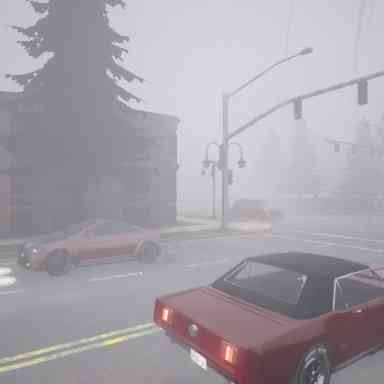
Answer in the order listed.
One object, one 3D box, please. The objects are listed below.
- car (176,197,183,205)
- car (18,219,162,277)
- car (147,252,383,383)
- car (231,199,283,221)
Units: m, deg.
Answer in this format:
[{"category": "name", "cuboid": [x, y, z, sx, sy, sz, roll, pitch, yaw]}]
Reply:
[{"category": "car", "cuboid": [-3.374, 1.526, 60.065, 1.812, 1.442, 4.674, 0, 0, -33]}, {"category": "car", "cuboid": [-3.029, 1.564, 10.331, 4.181, 1.385, 1.994, 0, 0, -34]}, {"category": "car", "cuboid": [1.919, 1.601, 5.001, 4.718, 1.301, 1.895, 0, 0, -34]}, {"category": "car", "cuboid": [5.313, 1.352, 27.438, 2.097, 1.767, 4.553, 0, 0, -33]}]
